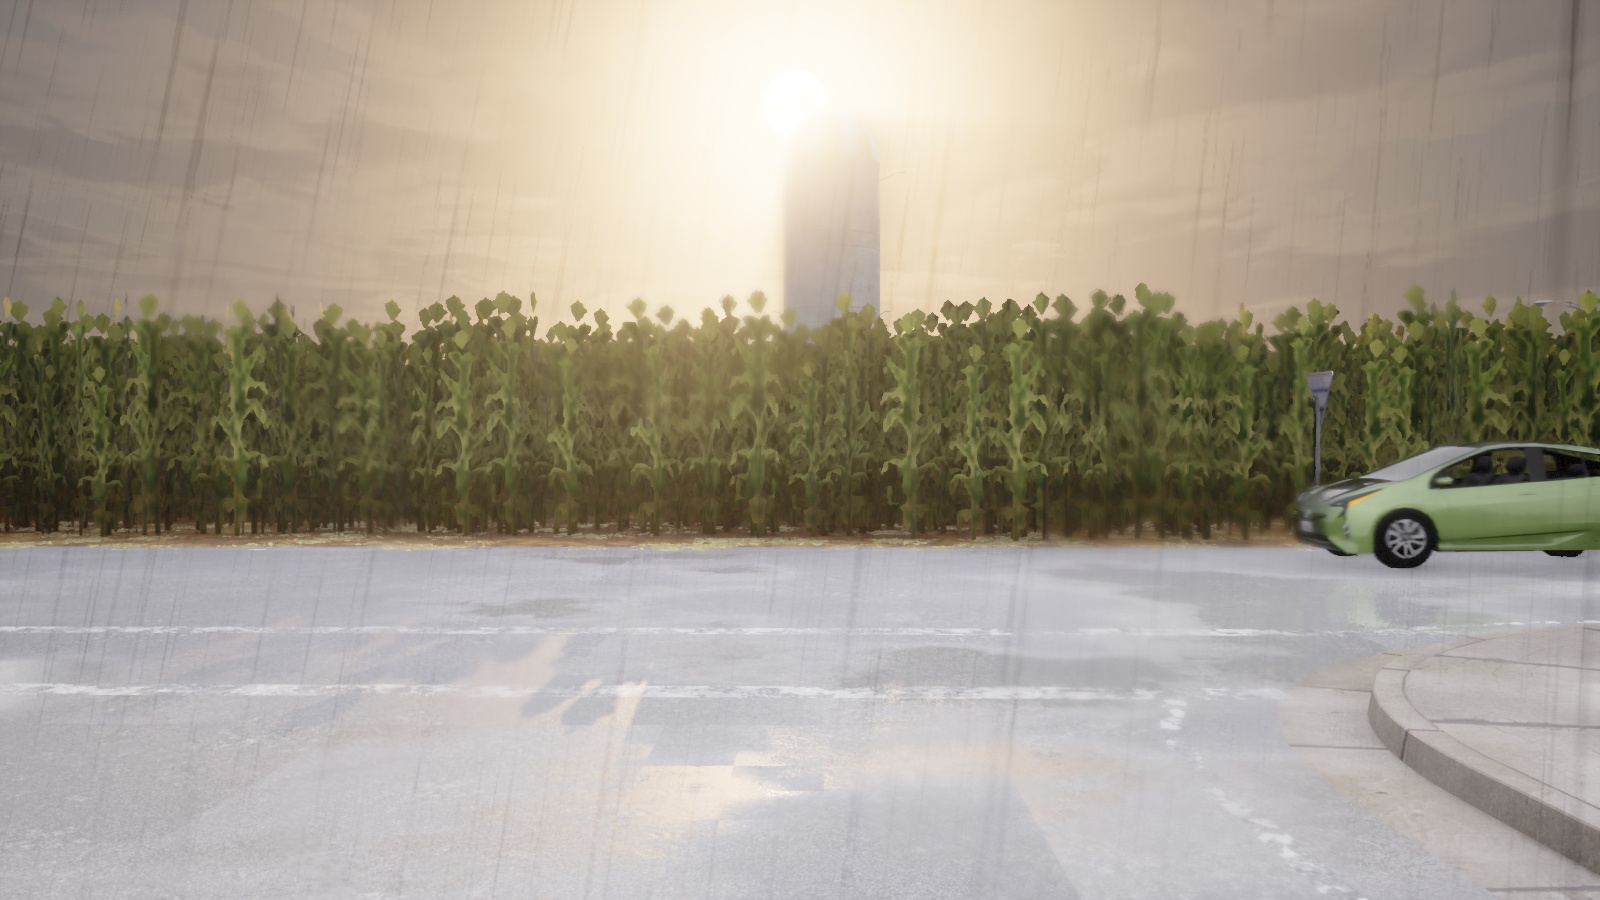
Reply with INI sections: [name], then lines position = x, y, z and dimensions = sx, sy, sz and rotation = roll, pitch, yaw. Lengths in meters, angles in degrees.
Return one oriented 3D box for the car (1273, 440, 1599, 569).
[car]
position = 8.608, 0.637, 15.871
dimensions = 4.514, 1.525, 2.007
rotation = 0, 0, 1
